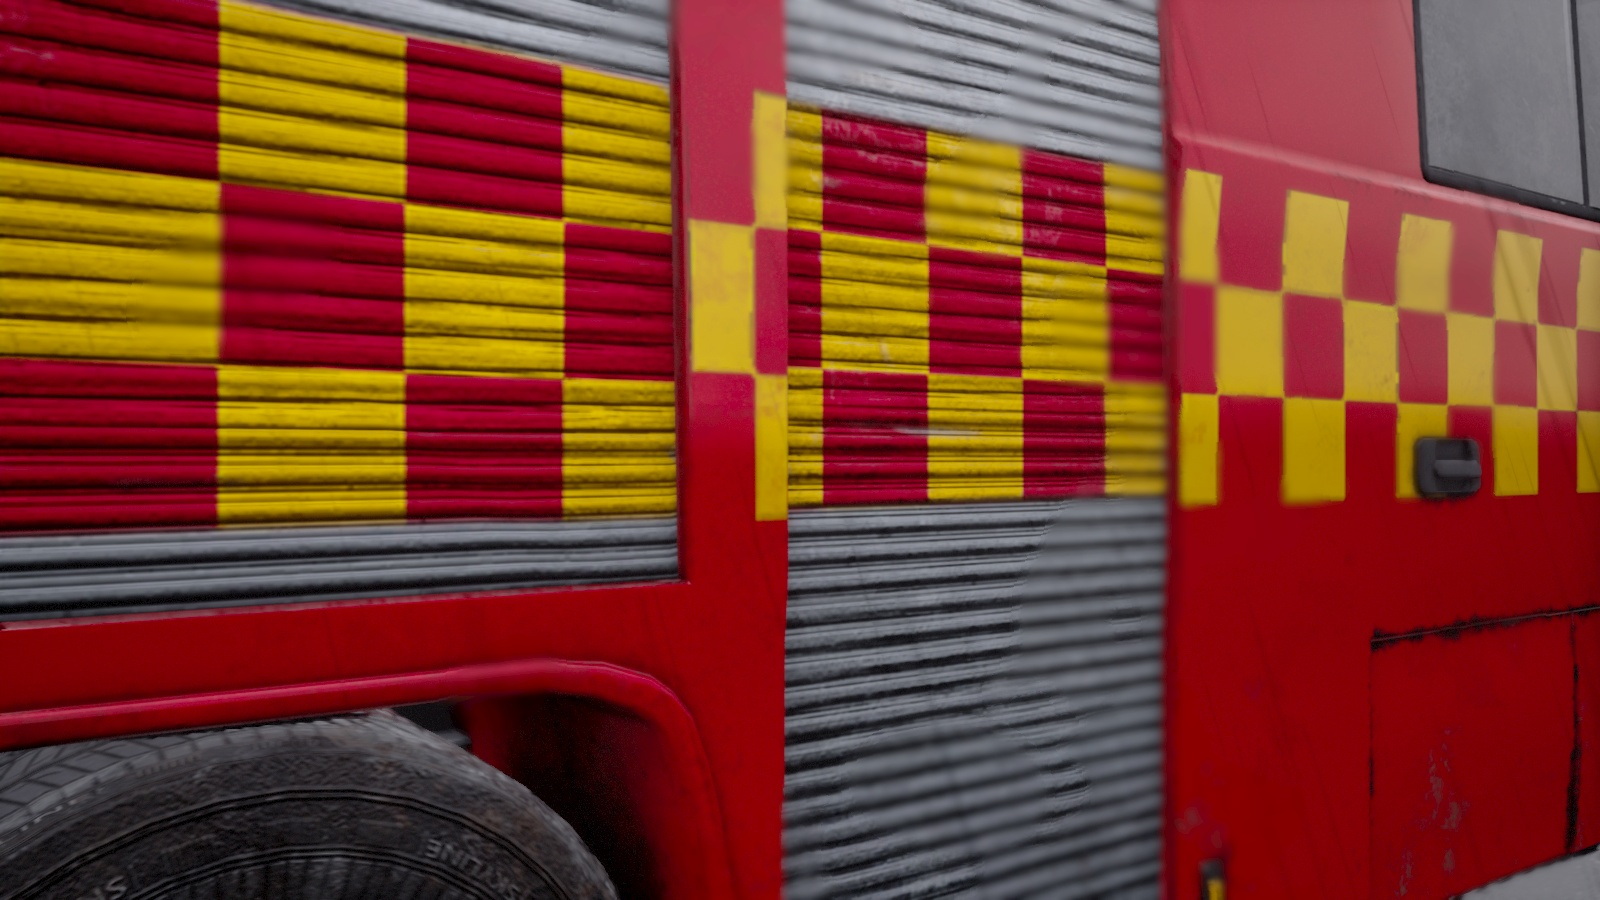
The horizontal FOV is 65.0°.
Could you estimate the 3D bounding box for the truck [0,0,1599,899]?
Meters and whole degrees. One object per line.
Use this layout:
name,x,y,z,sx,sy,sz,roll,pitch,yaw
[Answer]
truck,0.764,-0.411,4.195,8.468,3.827,2.891,0,0,-35
